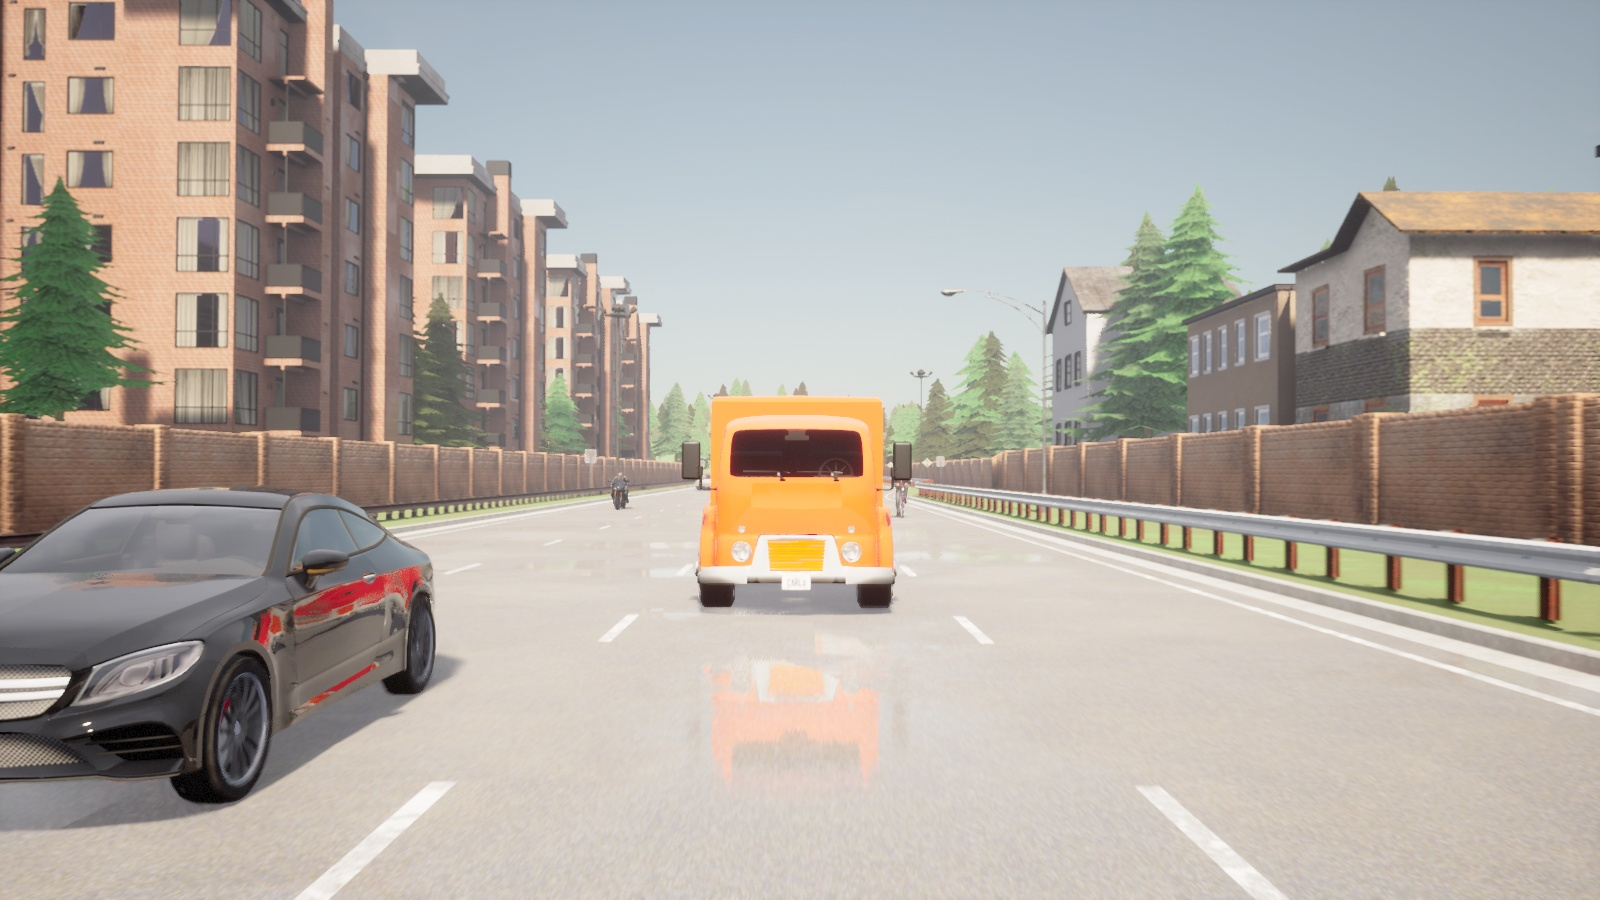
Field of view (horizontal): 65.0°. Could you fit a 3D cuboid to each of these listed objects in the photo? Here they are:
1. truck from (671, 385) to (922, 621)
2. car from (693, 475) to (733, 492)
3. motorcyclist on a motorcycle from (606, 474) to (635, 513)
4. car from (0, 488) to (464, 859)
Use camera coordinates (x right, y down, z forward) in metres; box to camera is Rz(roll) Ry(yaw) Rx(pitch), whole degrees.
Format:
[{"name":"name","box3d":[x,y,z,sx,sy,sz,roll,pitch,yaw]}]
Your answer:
[{"name":"truck","box3d":[-0.040,0.590,15.798,2.627,2.467,5.204,0,-1,0]},{"name":"car","box3d":[-6.732,2.570,97.361,1.895,1.301,4.718,0,-1,11]},{"name":"motorcyclist on a motorcycle","box3d":[-7.121,1.713,49.913,0.866,1.530,2.191,0,-1,0]},{"name":"car","box3d":[-3.512,0.979,7.448,1.812,1.442,4.674,0,-1,0]}]
